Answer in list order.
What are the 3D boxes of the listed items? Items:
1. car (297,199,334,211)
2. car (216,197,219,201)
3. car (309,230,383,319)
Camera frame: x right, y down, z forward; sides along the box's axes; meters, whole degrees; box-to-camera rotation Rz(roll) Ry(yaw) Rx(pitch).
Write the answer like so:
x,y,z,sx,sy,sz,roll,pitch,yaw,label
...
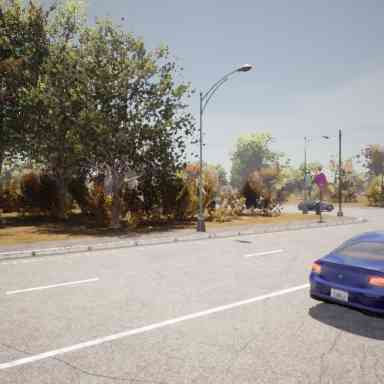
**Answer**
x,y,z,sx,sy,sz,roll,pitch,yaw,label
14.628,1.564,39.470,1.994,1.385,4.181,0,0,-32,car
3.432,1.449,57.179,1.812,1.442,4.674,0,1,-32,car
4.299,1.526,6.821,4.674,1.442,1.812,0,0,-36,car
